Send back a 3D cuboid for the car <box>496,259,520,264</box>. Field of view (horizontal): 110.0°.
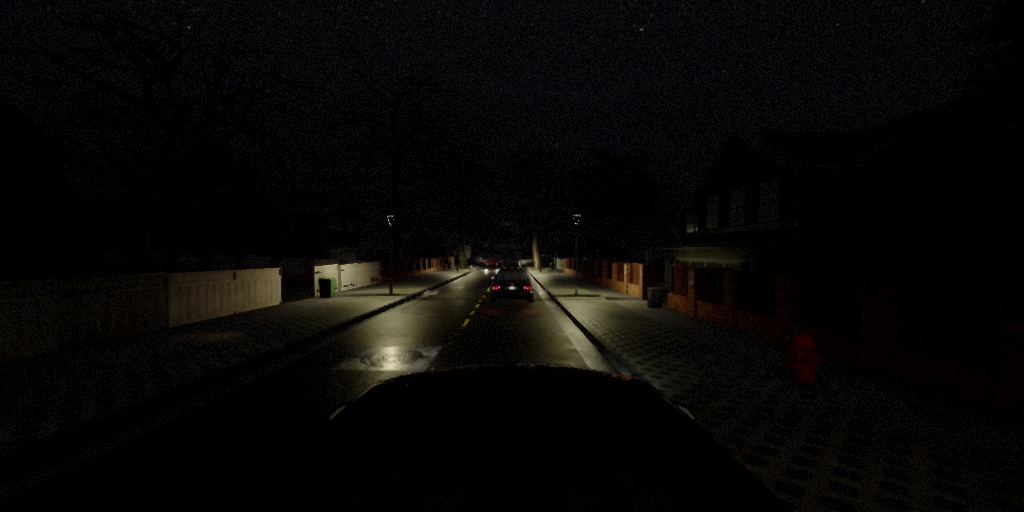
[{"bbox_3d":[0.000,1.157,31.498,2.128,1.511,4.902,0,0,0],"label":"car"}]

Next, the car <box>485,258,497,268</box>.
[{"bbox_3d":[-2.750,1.026,51.497,1.882,1.535,5.008,0,0,0],"label":"car"}]

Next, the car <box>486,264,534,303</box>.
[{"bbox_3d":[0.000,1.292,16.500,2.033,1.411,5.357,0,0,0],"label":"car"}]
